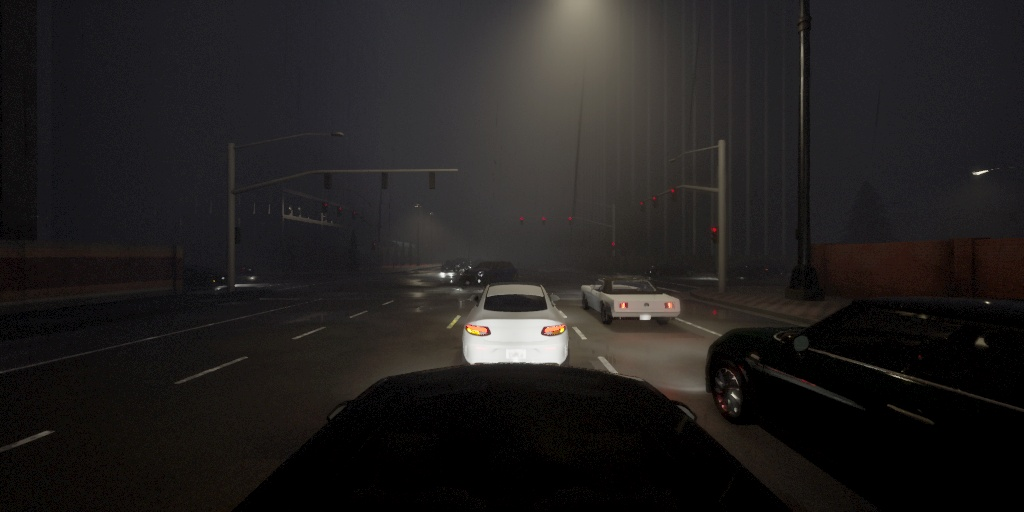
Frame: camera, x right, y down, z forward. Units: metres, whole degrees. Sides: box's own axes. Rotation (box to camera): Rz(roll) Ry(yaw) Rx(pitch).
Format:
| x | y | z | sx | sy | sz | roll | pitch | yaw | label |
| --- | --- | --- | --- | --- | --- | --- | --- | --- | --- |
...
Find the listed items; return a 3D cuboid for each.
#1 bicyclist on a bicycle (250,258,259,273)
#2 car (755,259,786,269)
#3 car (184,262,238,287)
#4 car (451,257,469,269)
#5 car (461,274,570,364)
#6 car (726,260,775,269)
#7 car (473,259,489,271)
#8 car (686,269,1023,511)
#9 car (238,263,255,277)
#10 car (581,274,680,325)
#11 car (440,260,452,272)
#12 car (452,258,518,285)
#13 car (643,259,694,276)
| x | y | z | sx | sy | sz | roll | pitch | yaw | label |
| --- | --- | --- | --- | --- | --- | --- | --- | --- | --- |
| -28.409 | 1.050 | 39.513 | 0.582 | 1.620 | 1.656 | 0 | 0 | -1 | bicyclist on a bicycle |
| 24.230 | 1.102 | 35.229 | 4.553 | 1.767 | 2.097 | 0 | 0 | 0 | car |
| -21.419 | 1.314 | 24.093 | 4.181 | 1.385 | 1.994 | 0 | 0 | 0 | car |
| -7.988 | 1.101 | 55.363 | 2.097 | 1.767 | 4.553 | 0 | 0 | -1 | car |
| 0.059 | 1.276 | 7.577 | 1.812 | 1.442 | 4.674 | 0 | 0 | 0 | car |
| 20.188 | 1.313 | 31.693 | 4.181 | 1.385 | 1.994 | 0 | 0 | -1 | car |
| -4.416 | 1.227 | 51.242 | 1.882 | 1.535 | 5.008 | 0 | 0 | -1 | car |
| 3.599 | 1.102 | 2.893 | 2.097 | 1.767 | 4.553 | 0 | 0 | 0 | car |
| -27.417 | 1.313 | 34.739 | 4.181 | 1.385 | 1.994 | 0 | 0 | -1 | car |
| 3.563 | 1.351 | 11.795 | 1.895 | 1.301 | 4.718 | 0 | 0 | 0 | car |
| -7.892 | 1.241 | 46.217 | 2.128 | 1.511 | 4.902 | 0 | 0 | 1 | car |
| -1.507 | 1.102 | 24.189 | 2.097 | 1.767 | 4.553 | 0 | 0 | 35 | car |
| 15.338 | 1.101 | 35.147 | 4.553 | 1.767 | 2.097 | 0 | 0 | 0 | car |
